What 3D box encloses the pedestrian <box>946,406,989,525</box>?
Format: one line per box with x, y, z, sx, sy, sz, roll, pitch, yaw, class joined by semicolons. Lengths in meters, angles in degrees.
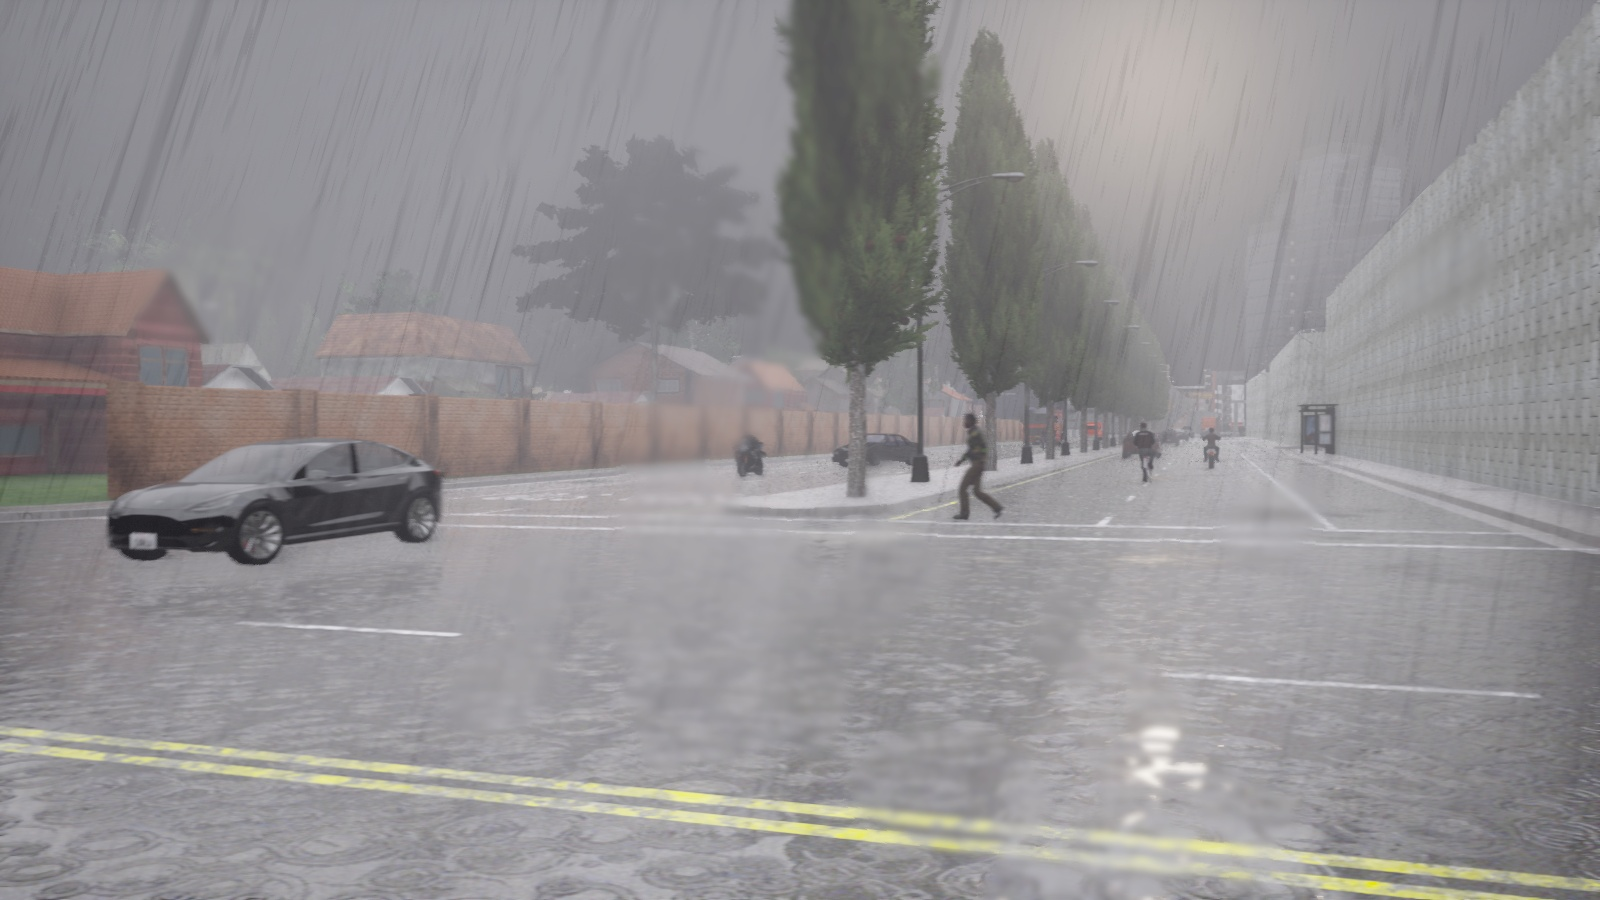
2.769;0.249;20.772;0.692;1.930;0.395;0;1;7;pedestrian

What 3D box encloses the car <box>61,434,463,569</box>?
-6.780;0.536;16.533;2.163;1.488;4.792;1;1;20;car

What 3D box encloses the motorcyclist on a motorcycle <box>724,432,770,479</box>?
-1.790;0.167;42.980;0.866;1.530;2.191;1;1;18;motorcyclist on a motorcycle

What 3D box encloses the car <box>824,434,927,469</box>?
3.297;0.026;53.748;2.033;1.411;5.357;1;1;32;car

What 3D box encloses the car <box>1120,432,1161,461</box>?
18.459;-0.214;67.919;1.882;1.535;5.008;1;1;18;car

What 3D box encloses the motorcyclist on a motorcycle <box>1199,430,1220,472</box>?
16.358;0.035;50.183;0.766;1.649;2.350;1;1;18;motorcyclist on a motorcycle
